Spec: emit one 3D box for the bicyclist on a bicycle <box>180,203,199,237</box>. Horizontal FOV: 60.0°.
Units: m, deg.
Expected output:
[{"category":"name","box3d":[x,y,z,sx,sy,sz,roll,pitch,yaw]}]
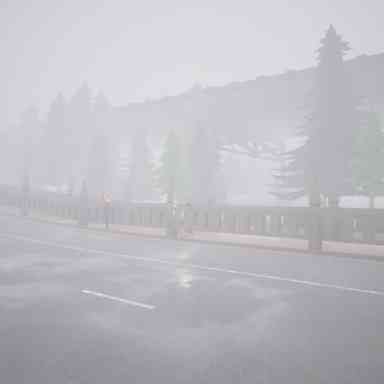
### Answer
[{"category":"bicyclist on a bicycle","box3d":[-0.091,1.346,16.116,0.582,1.620,1.656,0,-3,33]}]
